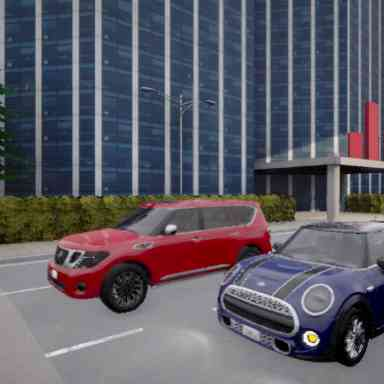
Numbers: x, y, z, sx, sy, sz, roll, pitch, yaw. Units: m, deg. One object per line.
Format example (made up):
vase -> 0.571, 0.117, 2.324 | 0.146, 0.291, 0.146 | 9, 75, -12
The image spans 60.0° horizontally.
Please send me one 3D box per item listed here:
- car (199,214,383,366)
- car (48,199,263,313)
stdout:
car -> 2.614, 1.352, 5.947 | 4.553, 1.767, 2.097 | 0, 0, -37
car -> -0.427, 1.221, 8.051 | 5.566, 2.045, 2.150 | 0, 0, -37
